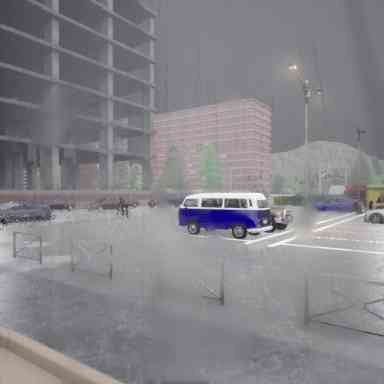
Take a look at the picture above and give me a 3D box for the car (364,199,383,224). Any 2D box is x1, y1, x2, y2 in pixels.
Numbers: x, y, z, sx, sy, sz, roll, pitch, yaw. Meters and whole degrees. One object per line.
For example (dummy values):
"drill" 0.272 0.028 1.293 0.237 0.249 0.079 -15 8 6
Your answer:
"car" 13.297 1.395 21.444 3.806 1.475 1.970 0 0 36

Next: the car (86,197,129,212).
"car" -9.990 1.449 38.555 1.837 1.490 4.892 0 0 35

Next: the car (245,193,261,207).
"car" 10.040 1.436 60.571 2.128 1.511 4.902 0 0 35

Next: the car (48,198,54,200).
"car" -15.811 1.492 30.296 2.033 1.411 5.357 0 0 35

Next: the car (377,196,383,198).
"car" 16.501 1.153 26.010 4.605 1.855 1.932 0 0 36

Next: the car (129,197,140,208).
"car" -9.352 1.436 45.524 2.128 1.511 4.902 0 0 35

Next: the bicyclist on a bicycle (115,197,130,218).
"bicyclist on a bicycle" -5.455 1.248 25.923 1.656 1.620 0.582 0 0 35

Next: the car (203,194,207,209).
"car" 4.238 1.449 52.327 1.837 1.490 4.892 0 0 35

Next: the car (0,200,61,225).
"car" -11.848 1.508 23.406 1.994 1.385 4.181 0 0 35

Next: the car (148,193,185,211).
"car" -3.818 1.166 47.284 2.150 2.045 5.566 0 0 35

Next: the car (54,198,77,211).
"car" -15.272 1.436 37.136 2.128 1.511 4.902 0 0 35

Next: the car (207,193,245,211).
"car" 4.969 1.166 47.393 2.150 2.045 5.566 0 0 36

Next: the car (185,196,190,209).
"car" -3.228 1.166 54.147 2.150 2.045 5.566 0 0 35
